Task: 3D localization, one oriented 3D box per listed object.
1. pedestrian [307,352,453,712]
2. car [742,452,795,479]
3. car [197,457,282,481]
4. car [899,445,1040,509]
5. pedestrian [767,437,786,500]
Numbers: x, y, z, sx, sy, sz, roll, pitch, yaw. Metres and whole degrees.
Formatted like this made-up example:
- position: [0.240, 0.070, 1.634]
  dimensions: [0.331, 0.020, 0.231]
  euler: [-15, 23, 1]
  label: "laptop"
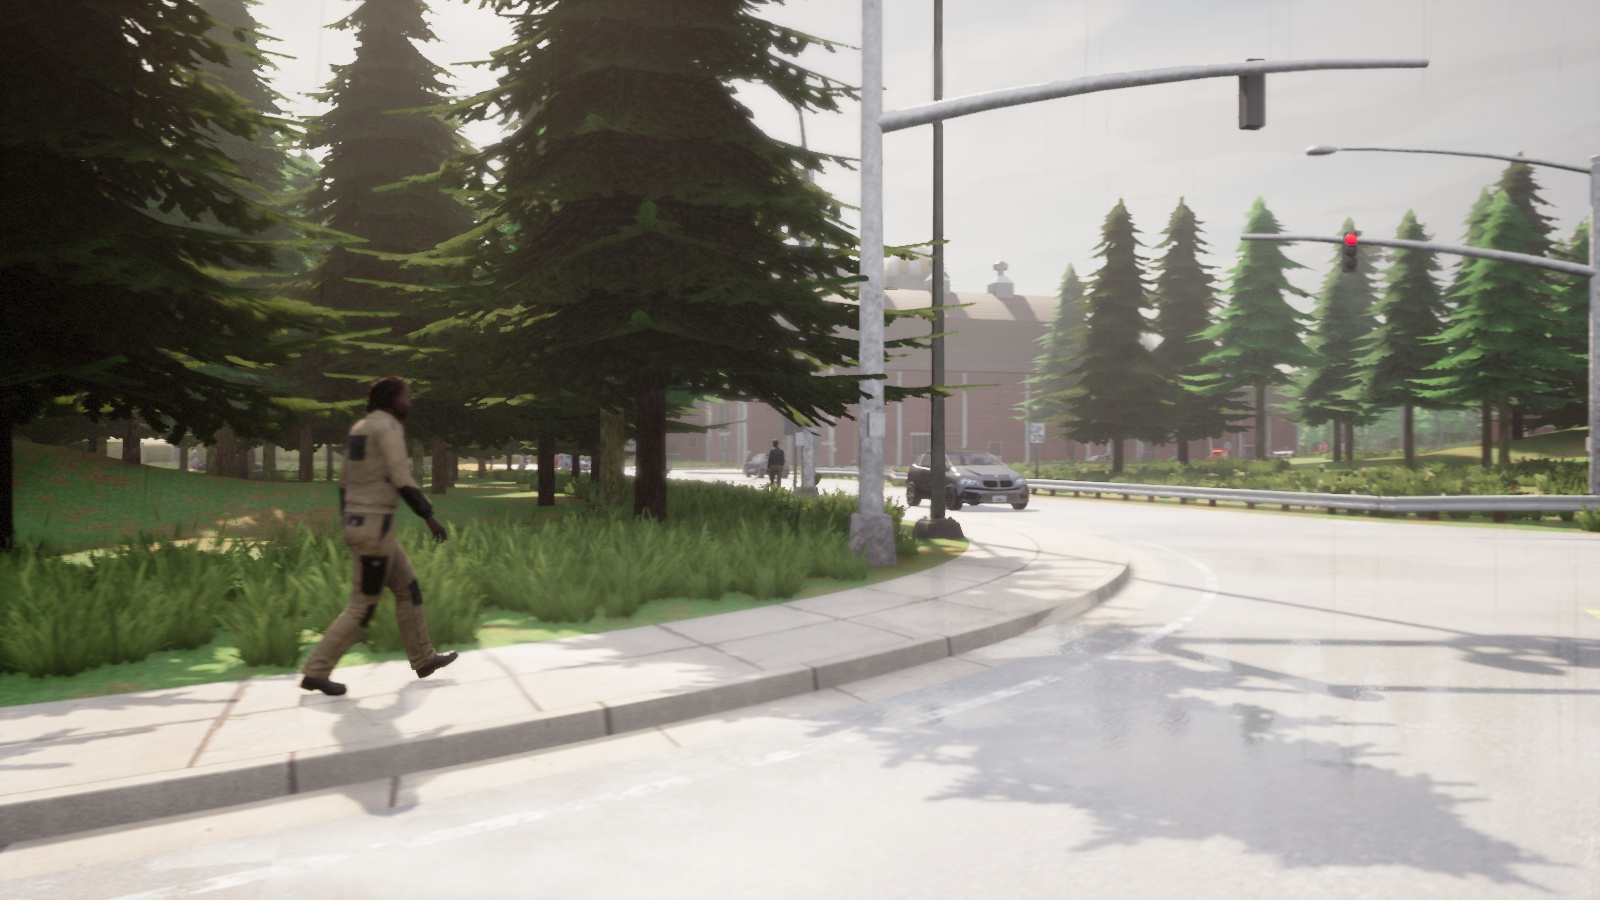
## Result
- position: [-2.373, 0.441, 7.094]
  dimensions: [0.692, 1.930, 0.396]
  euler: [0, 0, -36]
  label: "pedestrian"
- position: [-2.035, 0.975, 80.146]
  dimensions: [2.033, 1.649, 4.856]
  euler: [0, 0, -18]
  label: "car"
- position: [-35.004, 1.191, 78.590]
  dimensions: [4.674, 1.442, 1.812]
  euler: [0, 0, -17]
  label: "car"
- position: [4.638, 0.705, 35.190]
  dimensions: [2.242, 1.667, 4.611]
  euler: [0, 0, -16]
  label: "car"
- position: [-0.696, 0.547, 37.517]
  dimensions: [0.370, 1.835, 0.726]
  euler: [0, 0, -18]
  label: "pedestrian"
